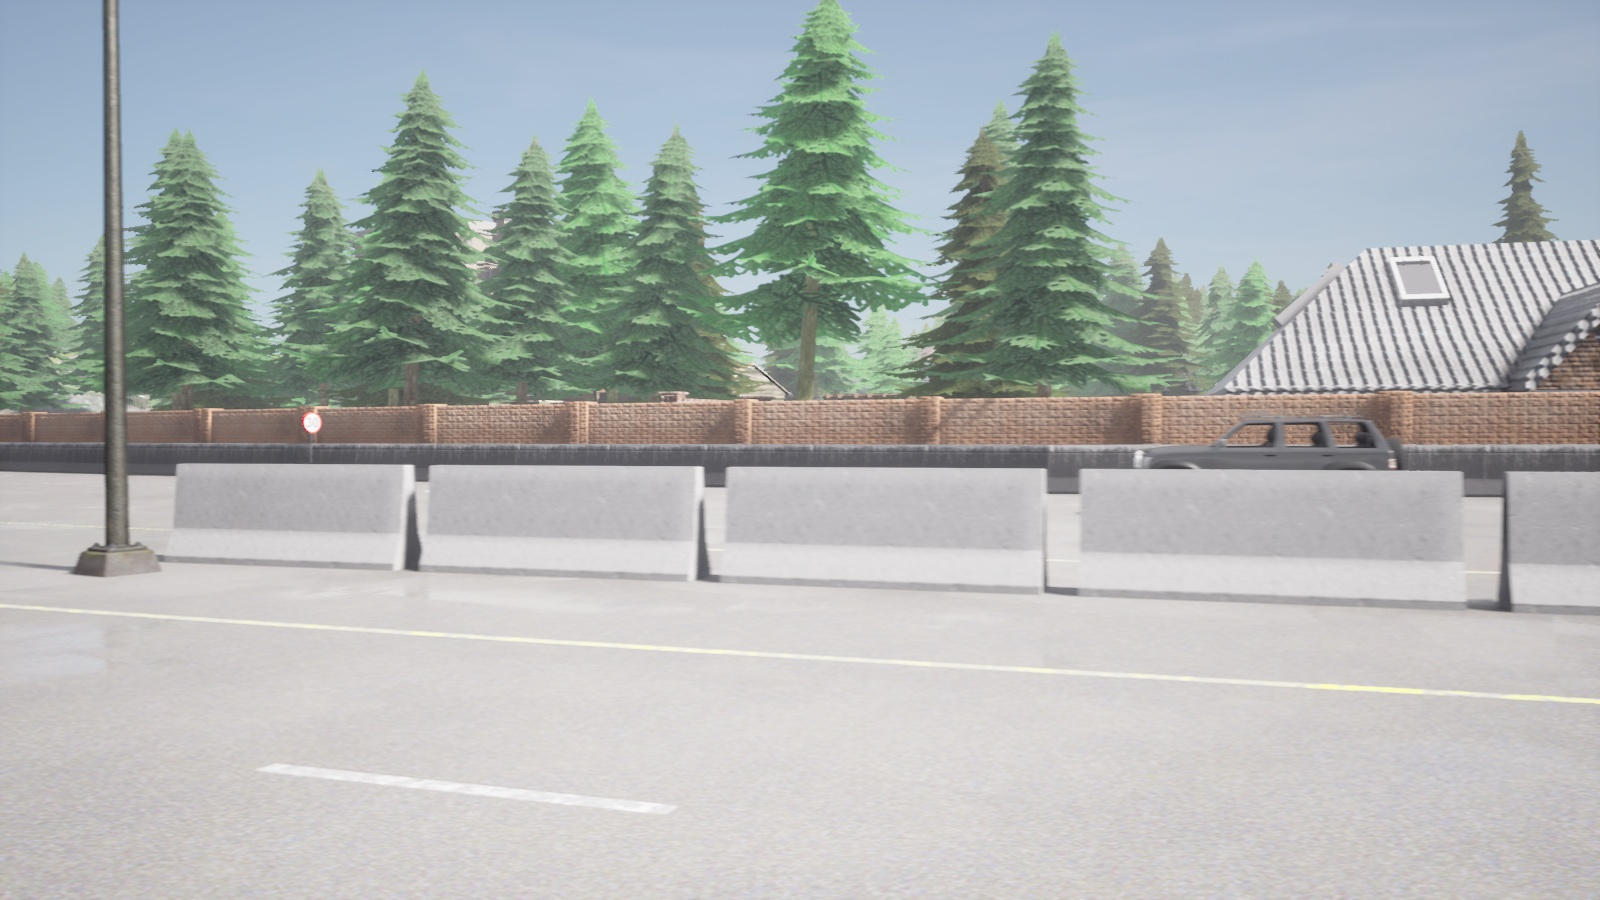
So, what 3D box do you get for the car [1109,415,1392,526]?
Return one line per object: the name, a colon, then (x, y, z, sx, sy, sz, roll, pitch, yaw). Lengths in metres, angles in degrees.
car: (8.005, 0.314, 22.618, 4.605, 1.855, 1.932, 0, 1, 18)
